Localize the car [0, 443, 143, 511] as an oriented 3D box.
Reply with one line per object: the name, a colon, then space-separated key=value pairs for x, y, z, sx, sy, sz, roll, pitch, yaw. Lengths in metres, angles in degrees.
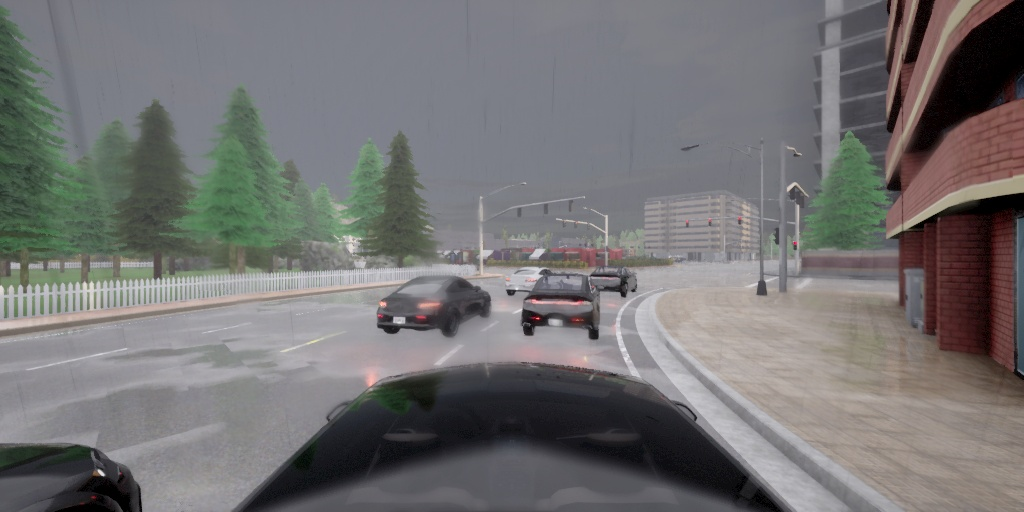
car: x=-3.170 y=1.314 z=0.387 sx=1.994 sy=1.385 sz=4.181 roll=0 pitch=0 yaw=-2

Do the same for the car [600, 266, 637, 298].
car: x=5.320 y=1.242 z=18.788 sx=2.128 sy=1.511 sz=4.902 roll=0 pitch=0 yaw=28

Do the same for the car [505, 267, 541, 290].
car: x=1.243 y=1.276 z=18.796 sx=1.812 sy=1.442 sz=4.674 roll=0 pitch=0 yaw=26

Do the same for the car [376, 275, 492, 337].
car: x=-1.999 y=1.276 z=10.294 sx=1.812 sy=1.442 sz=4.674 roll=0 pitch=0 yaw=13

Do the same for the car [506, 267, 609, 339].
car: x=1.549 y=1.242 z=10.167 sx=2.128 sy=1.511 sz=4.902 roll=0 pitch=0 yaw=14
